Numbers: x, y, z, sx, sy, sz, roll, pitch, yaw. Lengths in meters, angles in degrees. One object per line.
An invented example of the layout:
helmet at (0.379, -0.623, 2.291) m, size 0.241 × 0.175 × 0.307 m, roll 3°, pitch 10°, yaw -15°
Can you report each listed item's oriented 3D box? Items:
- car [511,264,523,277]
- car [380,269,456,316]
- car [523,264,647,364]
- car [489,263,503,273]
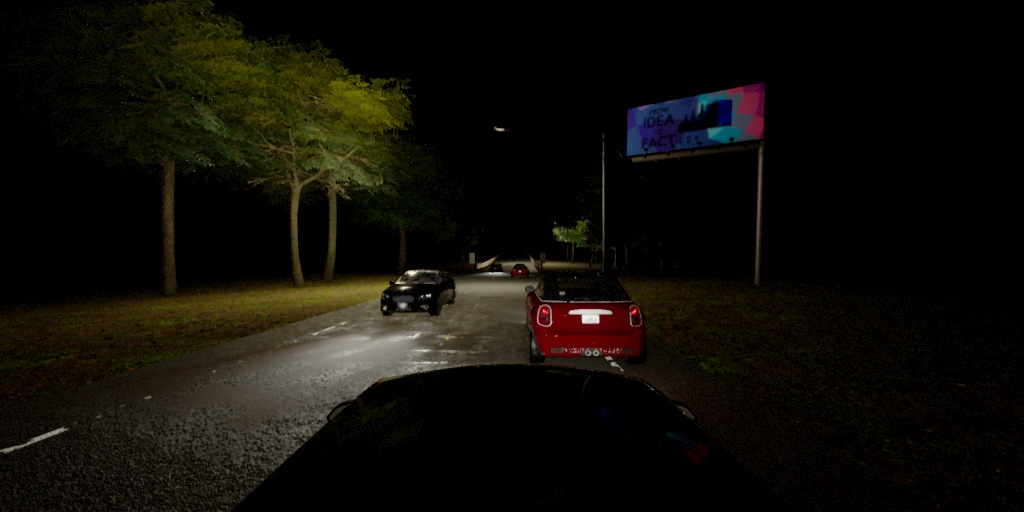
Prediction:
car at (0.900, 1.634, 39.833) m, size 1.994 × 1.385 × 4.181 m, roll 0°, pitch -1°, yaw 1°
car at (-3.324, 1.272, 13.505) m, size 2.128 × 1.511 × 4.902 m, roll 0°, pitch 0°, yaw 1°
car at (1.394, 1.110, 8.282) m, size 2.097 × 1.767 × 4.553 m, roll 0°, pitch 0°, yaw 1°
car at (-2.440, 1.770, 55.940) m, size 2.128 × 1.511 × 4.902 m, roll 0°, pitch -1°, yaw 1°
